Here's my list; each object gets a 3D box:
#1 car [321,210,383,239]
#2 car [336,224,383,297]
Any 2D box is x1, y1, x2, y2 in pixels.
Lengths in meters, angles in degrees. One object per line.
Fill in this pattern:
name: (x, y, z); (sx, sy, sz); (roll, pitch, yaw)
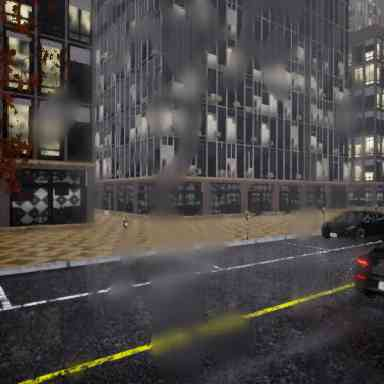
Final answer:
car: (8.140, 1.563, 16.226); (4.313, 1.339, 1.947); (0, 0, -36)
car: (5.357, 1.525, 7.255); (4.674, 1.442, 1.812); (0, 0, -36)
